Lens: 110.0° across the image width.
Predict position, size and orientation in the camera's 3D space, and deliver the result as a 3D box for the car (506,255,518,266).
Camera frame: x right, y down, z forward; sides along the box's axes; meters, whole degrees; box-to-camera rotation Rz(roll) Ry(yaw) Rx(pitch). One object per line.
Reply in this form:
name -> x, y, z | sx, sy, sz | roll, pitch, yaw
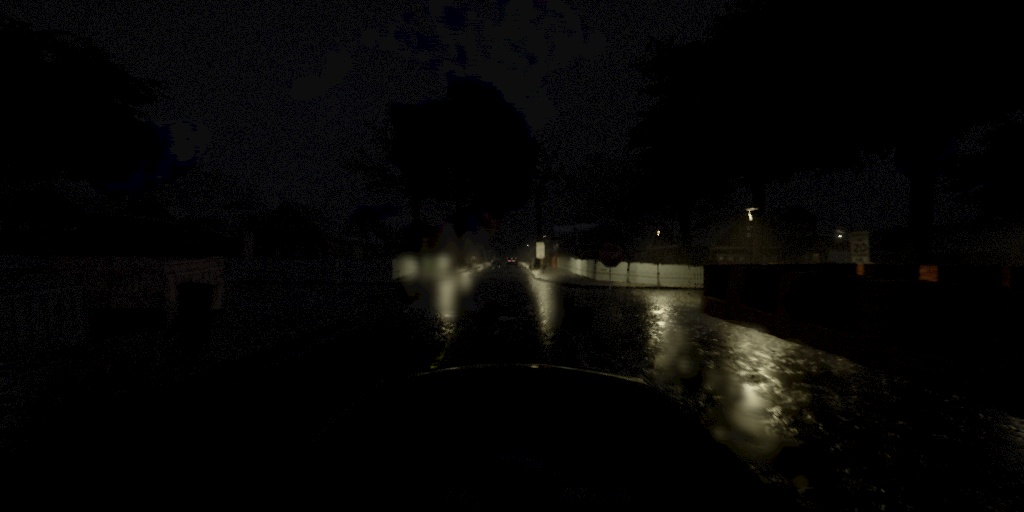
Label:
car -> -0.030, 0.986, 60.917 | 2.128, 1.511, 4.902 | 0, 0, 0
